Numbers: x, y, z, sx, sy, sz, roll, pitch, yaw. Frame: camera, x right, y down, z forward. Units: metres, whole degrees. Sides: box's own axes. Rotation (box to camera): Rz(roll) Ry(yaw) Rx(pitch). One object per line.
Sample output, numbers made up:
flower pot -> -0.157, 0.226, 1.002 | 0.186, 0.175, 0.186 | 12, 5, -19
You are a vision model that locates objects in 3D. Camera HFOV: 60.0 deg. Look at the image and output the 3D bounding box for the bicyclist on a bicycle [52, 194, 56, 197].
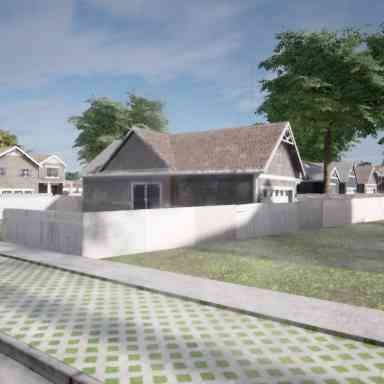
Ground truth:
bicyclist on a bicycle -> -13.035, 1.027, 31.551 | 1.656, 1.620, 0.582 | 0, 1, 34
